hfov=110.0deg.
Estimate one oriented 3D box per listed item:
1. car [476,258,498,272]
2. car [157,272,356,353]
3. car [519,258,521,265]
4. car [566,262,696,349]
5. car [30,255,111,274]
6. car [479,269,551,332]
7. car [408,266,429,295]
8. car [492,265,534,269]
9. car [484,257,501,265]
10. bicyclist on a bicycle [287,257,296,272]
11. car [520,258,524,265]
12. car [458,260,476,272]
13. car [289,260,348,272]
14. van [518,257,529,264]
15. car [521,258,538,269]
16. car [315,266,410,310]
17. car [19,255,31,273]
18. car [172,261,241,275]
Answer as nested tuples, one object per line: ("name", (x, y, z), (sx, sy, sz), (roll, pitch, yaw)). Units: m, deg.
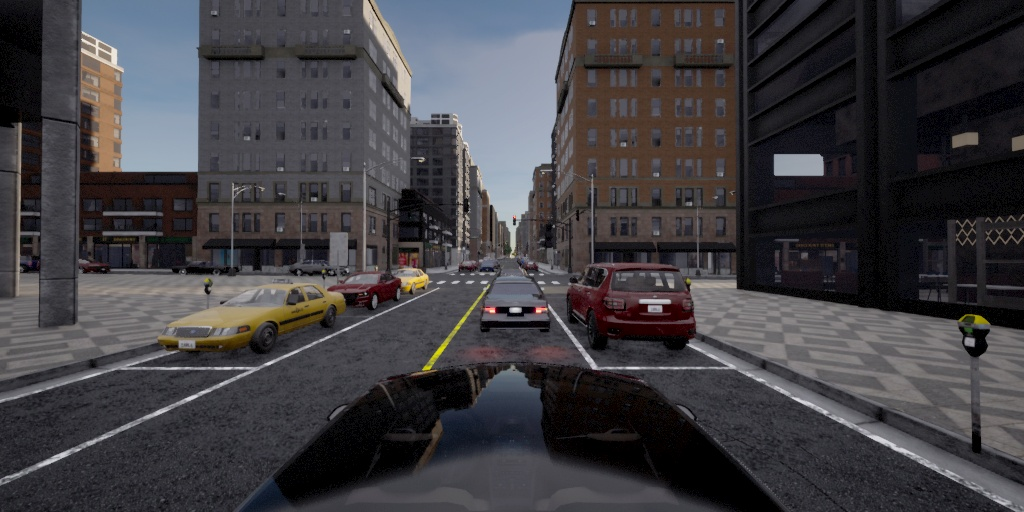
("car", (-3.249, 1.308, 46.757), (2.033, 1.411, 5.357), (0, 0, -4))
("car", (-5.877, 1.277, 8.879), (1.751, 1.417, 4.829), (0, 0, 0))
("car", (2.510, 1.346, 58.679), (1.802, 1.307, 4.207), (0, 0, 0))
("car", (2.649, 1.066, 9.064), (2.192, 1.841, 5.009), (0, 0, 0))
("car", (-38.425, 0.883, 31.532), (5.008, 1.535, 1.882), (1, -1, 0))
("car", (0.066, 1.299, 10.795), (2.033, 1.411, 5.357), (0, 0, 0))
("car", (-5.908, 1.279, 20.128), (1.751, 1.417, 4.829), (0, 0, 0))
("car", (0.018, 1.355, 20.522), (1.895, 1.301, 4.718), (0, 0, 0))
("car", (-3.235, 1.327, 56.613), (1.994, 1.385, 4.181), (0, 0, 0))
("bicyclist on a bicycle", (-23.112, 0.909, 37.711), (0.582, 1.620, 1.656), (0, 0, 0))
("car", (2.526, 1.344, 53.005), (1.802, 1.307, 4.207), (0, 0, 0))
("car", (-5.984, 1.305, 47.317), (1.888, 1.381, 4.507), (0, 0, 0))
("car", (-16.843, 1.092, 31.449), (4.902, 1.511, 2.128), (1, -1, 0))
("van", (2.495, 1.107, 64.352), (1.690, 1.789, 3.998), (0, 0, 0))
("car", (2.542, 1.342, 47.332), (1.802, 1.307, 4.207), (0, 0, 0))
("car", (-5.893, 1.298, 14.673), (1.888, 1.381, 4.507), (0, 0, 0))
("car", (-47.617, 0.705, 34.694), (4.553, 1.767, 2.097), (1, -1, 1))
("car", (-26.740, 1.113, 31.482), (4.718, 1.301, 1.895), (1, -1, 0))
